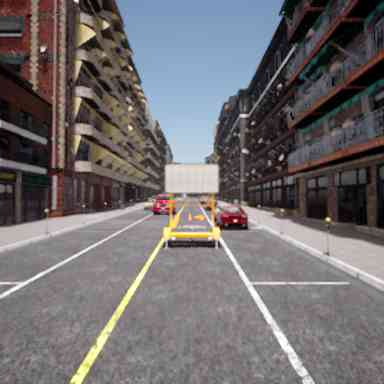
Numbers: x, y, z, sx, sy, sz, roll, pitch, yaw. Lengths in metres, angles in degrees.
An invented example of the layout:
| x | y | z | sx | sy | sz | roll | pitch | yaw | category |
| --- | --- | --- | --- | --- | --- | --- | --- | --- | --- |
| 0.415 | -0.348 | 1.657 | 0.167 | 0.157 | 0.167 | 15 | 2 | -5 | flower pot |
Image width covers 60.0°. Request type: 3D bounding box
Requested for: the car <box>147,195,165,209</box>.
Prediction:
| x | y | z | sx | sy | sz | roll | pitch | yaw | category |
| --- | --- | --- | --- | --- | --- | --- | --- | --- | --- |
| -5.282 | 1.427 | 49.648 | 2.192 | 1.841 | 5.009 | 2 | 0 | 0 | car |

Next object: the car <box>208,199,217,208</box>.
| x | y | z | sx | sy | sz | roll | pitch | yaw | category |
| --- | --- | --- | --- | --- | --- | --- | --- | --- | --- |
| 2.589 | 1.571 | 27.631 | 1.752 | 1.417 | 4.829 | 1 | 0 | 0 | car |

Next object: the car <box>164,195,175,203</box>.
| x | y | z | sx | sy | sz | roll | pitch | yaw | category |
| --- | --- | --- | --- | --- | --- | --- | --- | --- | --- |
| -5.279 | 1.543 | 77.299 | 2.192 | 1.841 | 5.009 | 1 | 0 | 0 | car |

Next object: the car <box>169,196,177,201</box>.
| x | y | z | sx | sy | sz | roll | pitch | yaw | category |
| --- | --- | --- | --- | --- | --- | --- | --- | --- | --- |
| -5.283 | 1.881 | 93.890 | 1.947 | 1.339 | 4.313 | 1 | 0 | 0 | car |

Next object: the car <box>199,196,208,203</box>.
| x | y | z | sx | sy | sz | roll | pitch | yaw | category |
| --- | --- | --- | --- | --- | --- | --- | --- | --- | --- |
| 2.606 | 1.668 | 77.237 | 1.967 | 1.590 | 4.097 | 1 | 0 | 0 | car |

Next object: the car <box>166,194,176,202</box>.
| x | y | z | sx | sy | sz | roll | pitch | yaw | category |
| --- | --- | --- | --- | --- | --- | --- | --- | --- | --- |
| -5.278 | 1.571 | 82.829 | 2.192 | 1.841 | 5.009 | 1 | 0 | 0 | car |

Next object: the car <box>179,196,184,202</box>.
| x | y | z | sx | sy | sz | roll | pitch | yaw | category |
| --- | --- | --- | --- | --- | --- | --- | --- | --- | --- |
| -2.738 | 1.569 | 75.650 | 1.895 | 1.301 | 4.718 | 0 | 0 | 0 | car |

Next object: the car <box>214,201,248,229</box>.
| x | y | z | sx | sy | sz | roll | pitch | yaw | category |
| --- | --- | --- | --- | --- | --- | --- | --- | --- | --- |
| 2.587 | 1.578 | 21.929 | 1.887 | 1.381 | 4.507 | 1 | 0 | 0 | car |

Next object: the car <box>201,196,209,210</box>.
| x | y | z | sx | sy | sz | roll | pitch | yaw | category |
| --- | --- | --- | --- | --- | --- | --- | --- | --- | --- |
| 2.591 | 1.638 | 44.051 | 1.887 | 1.381 | 4.507 | 1 | 0 | 0 | car |

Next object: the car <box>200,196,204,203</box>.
| x | y | z | sx | sy | sz | roll | pitch | yaw | category |
| --- | --- | --- | --- | --- | --- | --- | --- | --- | --- |
| 2.591 | 1.662 | 49.583 | 2.008 | 1.369 | 4.403 | 1 | 0 | 0 | car |

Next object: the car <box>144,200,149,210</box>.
| x | y | z | sx | sy | sz | roll | pitch | yaw | category |
| --- | --- | --- | --- | --- | --- | --- | --- | --- | --- |
| -5.289 | 1.619 | 43.946 | 1.752 | 1.417 | 4.829 | 2 | 0 | 0 | car |

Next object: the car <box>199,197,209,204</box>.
| x | y | z | sx | sy | sz | roll | pitch | yaw | category |
| --- | --- | --- | --- | --- | --- | --- | --- | --- | --- |
| 2.595 | 1.745 | 71.705 | 1.887 | 1.381 | 4.507 | 1 | 0 | 0 | car |

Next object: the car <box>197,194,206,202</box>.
| x | y | z | sx | sy | sz | roll | pitch | yaw | category |
| --- | --- | --- | --- | --- | --- | --- | --- | --- | --- |
| 2.568 | 1.599 | 88.299 | 2.192 | 1.841 | 5.009 | 1 | 0 | 0 | car |

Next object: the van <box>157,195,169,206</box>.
| x | y | z | sx | sy | sz | roll | pitch | yaw | category |
| --- | --- | --- | --- | --- | --- | --- | --- | --- | --- |
| -5.281 | 1.493 | 60.706 | 1.690 | 1.788 | 3.998 | 2 | 0 | 0 | van |

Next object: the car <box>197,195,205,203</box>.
| x | y | z | sx | sy | sz | roll | pitch | yaw | category |
| --- | --- | --- | --- | --- | --- | --- | --- | --- | --- |
| 2.594 | 1.720 | 66.175 | 1.887 | 1.381 | 4.507 | 1 | 0 | 0 | car |

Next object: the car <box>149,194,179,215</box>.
| x | y | z | sx | sy | sz | roll | pitch | yaw | category |
| --- | --- | --- | --- | --- | --- | --- | --- | --- | --- |
| -2.843 | 1.288 | 35.216 | 2.150 | 2.045 | 5.566 | 0 | 0 | 0 | car |

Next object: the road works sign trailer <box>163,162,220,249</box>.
| x | y | z | sx | sy | sz | roll | pitch | yaw | category |
| --- | --- | --- | --- | --- | --- | --- | --- | --- | --- |
| -0.008 | 0.484 | 14.618 | 2.380 | 3.560 | 2.880 | 0 | 0 | 0 | road works sign trailer |

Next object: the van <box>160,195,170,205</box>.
| x | y | z | sx | sy | sz | roll | pitch | yaw | category |
| --- | --- | --- | --- | --- | --- | --- | --- | --- | --- |
| -5.281 | 1.517 | 66.238 | 1.690 | 1.788 | 3.998 | 1 | 0 | 0 | van |
